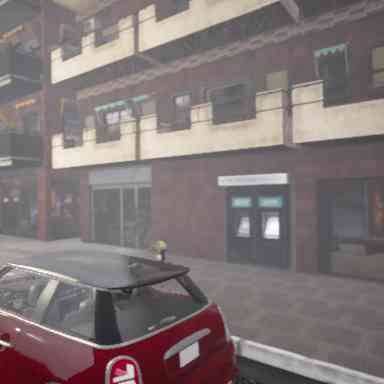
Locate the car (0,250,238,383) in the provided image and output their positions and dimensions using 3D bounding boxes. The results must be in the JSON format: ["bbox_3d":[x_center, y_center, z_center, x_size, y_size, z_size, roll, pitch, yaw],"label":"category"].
[{"bbox_3d":[-1.601,1.442,4.036,4.097,1.590,1.967,0,-1,36],"label":"car"}]
